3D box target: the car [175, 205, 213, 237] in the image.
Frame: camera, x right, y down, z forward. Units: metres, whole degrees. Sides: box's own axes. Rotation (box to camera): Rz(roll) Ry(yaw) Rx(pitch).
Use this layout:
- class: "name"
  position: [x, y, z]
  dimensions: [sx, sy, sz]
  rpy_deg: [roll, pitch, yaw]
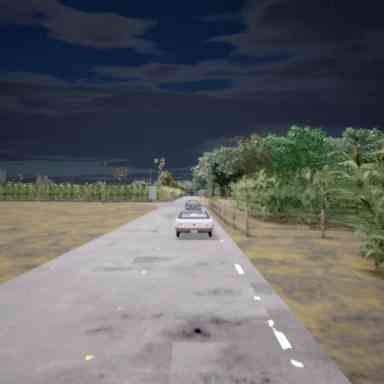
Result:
- class: "car"
  position: [0.106, 1.604, 18.202]
  dimensions: [1.895, 1.301, 4.718]
  rpy_deg: [0, 0, 0]

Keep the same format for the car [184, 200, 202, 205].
- class: "car"
  position: [0.114, 1.556, 35.748]
  dimensions: [2.033, 1.411, 5.357]
  rpy_deg: [0, 0, 0]
